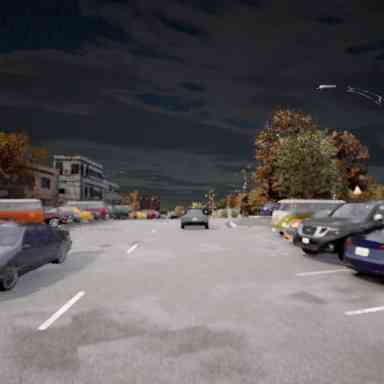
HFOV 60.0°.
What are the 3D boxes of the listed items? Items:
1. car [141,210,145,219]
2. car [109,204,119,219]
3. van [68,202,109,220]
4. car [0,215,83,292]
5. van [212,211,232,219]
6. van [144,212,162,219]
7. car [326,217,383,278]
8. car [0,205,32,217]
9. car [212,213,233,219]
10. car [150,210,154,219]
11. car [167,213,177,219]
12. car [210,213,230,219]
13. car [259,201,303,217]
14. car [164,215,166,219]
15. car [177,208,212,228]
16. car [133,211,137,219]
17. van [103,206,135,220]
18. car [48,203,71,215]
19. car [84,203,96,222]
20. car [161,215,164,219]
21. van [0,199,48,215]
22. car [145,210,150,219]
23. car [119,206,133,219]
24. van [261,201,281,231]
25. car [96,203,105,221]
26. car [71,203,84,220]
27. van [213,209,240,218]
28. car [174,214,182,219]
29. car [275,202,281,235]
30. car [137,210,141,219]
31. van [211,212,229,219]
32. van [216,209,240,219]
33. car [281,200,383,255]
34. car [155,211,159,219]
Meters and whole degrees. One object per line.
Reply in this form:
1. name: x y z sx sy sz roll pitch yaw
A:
1. car: -11.141 3.789 55.412 5.366 1.575 1.946 1 -5 -19
2. car: -11.194 2.443 37.918 4.892 1.521 2.231 0 -3 -19
3. van: -11.346 2.039 34.975 4.442 1.987 1.878 0 -3 -19
4. car: -5.077 1.596 9.372 2.033 1.411 5.357 0 0 0
5. van: 7.388 5.691 81.492 4.442 1.987 1.878 2 -5 -19
6. van: -10.334 6.198 87.685 4.442 1.987 1.878 1 -5 -19
7. car: 6.439 1.572 9.090 4.792 1.488 2.163 1 -1 -20
8. car: -11.342 1.647 17.465 4.792 1.488 2.163 -1 -1 -20
9. car: 7.223 5.707 78.499 4.674 1.452 2.002 2 -5 -19
10. car: -10.766 4.735 67.162 4.892 1.521 2.231 1 -5 -19
11. car: -4.158 5.785 79.329 2.033 1.411 5.357 0 -5 1
12. car: 7.364 6.401 87.301 4.892 1.521 2.231 2 -5 -19
13. car: 10.623 2.019 39.731 4.553 1.767 2.097 -1 -3 -21
14. car: -10.376 6.790 93.474 4.553 1.767 2.185 1 -5 -19
15. car: 0.199 1.877 24.520 1.994 1.385 4.181 0 -2 0
16. car: -10.921 3.091 46.760 5.366 1.575 1.946 1 -5 -19
17. van: -10.948 3.103 49.684 4.442 1.987 1.878 1 -5 -19
18. car: -11.342 1.753 23.314 5.008 1.535 2.097 0 -2 -20
19. car: -11.462 1.965 29.093 5.366 1.575 1.946 0 -2 -20
20. car: -10.481 6.176 84.701 5.008 1.535 2.097 1 -5 -19
21. van: -11.466 1.451 20.349 4.442 1.987 1.878 0 -1 -20
22. car: -11.045 4.257 61.253 5.366 1.575 1.946 1 -5 -19
23. car: -11.112 2.610 43.800 5.566 2.045 2.435 1 -5 -19
24. van: 6.338 1.417 18.019 4.442 1.987 1.878 1 -1 -20
25. car: -11.270 2.108 32.082 4.892 1.521 2.231 0 -3 -20
26. car: -11.319 1.852 26.239 4.892 1.521 2.231 0 -2 -20
27. van: 6.881 4.241 63.805 4.442 1.987 1.878 2 -5 -19
28. car: -3.900 7.112 95.107 1.994 1.385 4.181 0 -5 1
29. car: 6.466 1.477 15.075 4.553 1.767 2.185 1 -1 -20
30. car: -11.038 3.589 52.533 4.792 1.488 2.163 1 -5 -19
31. van: 7.529 6.429 90.296 4.442 1.987 1.878 2 -5 -19
32. van: 7.147 4.488 66.824 4.442 1.987 1.878 2 -5 -19
33. car: 6.403 1.318 12.056 5.566 2.045 2.435 1 0 -20
34. car: -10.708 4.958 73.017 5.566 2.045 2.435 1 -5 -19
